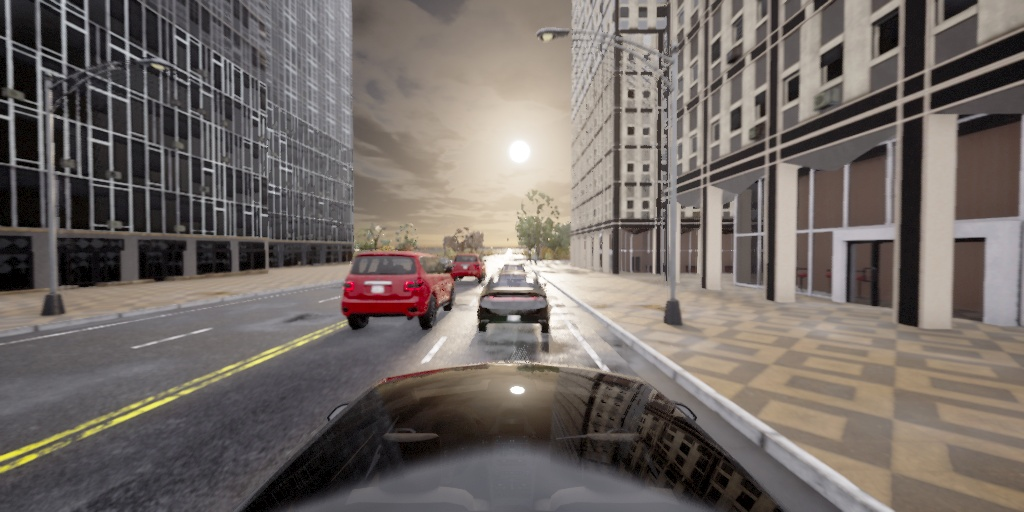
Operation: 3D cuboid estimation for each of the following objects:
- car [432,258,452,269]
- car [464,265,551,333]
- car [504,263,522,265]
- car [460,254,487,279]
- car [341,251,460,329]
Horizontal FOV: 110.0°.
[{"bbox_3d":[-9.824,1.007,50.434,1.837,1.490,4.892,0,1,0],"label":"car"},{"bbox_3d":[0.054,1.200,10.584,2.128,1.511,4.902,0,0,0],"label":"car"},{"bbox_3d":[0.048,1.187,24.706,2.033,1.411,5.357,0,0,1],"label":"car"},{"bbox_3d":[-3.183,0.851,27.186,2.150,2.045,5.566,0,1,0],"label":"car"},{"bbox_3d":[-3.180,0.919,11.125,2.150,2.045,5.566,0,-1,0],"label":"car"}]
